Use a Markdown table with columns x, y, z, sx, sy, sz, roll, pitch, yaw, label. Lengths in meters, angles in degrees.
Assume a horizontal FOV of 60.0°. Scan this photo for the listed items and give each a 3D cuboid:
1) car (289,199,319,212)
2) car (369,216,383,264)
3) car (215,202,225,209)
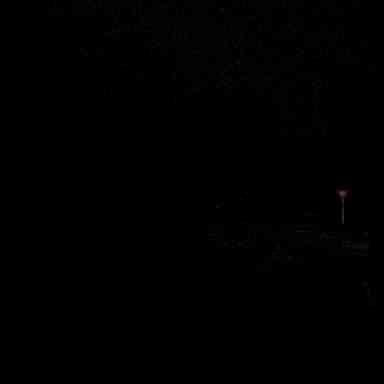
| x | y | z | sx | sy | sz | roll | pitch | yaw | label |
| --- | --- | --- | --- | --- | --- | --- | --- | --- | --- |
| 14.458 | 1.641 | 43.189 | 2.097 | 1.767 | 4.553 | 0 | 0 | -12 | car |
| 6.215 | 1.251 | 8.623 | 2.150 | 2.045 | 5.566 | 0 | 0 | 19 | car |
| 6.381 | 3.381 | 75.586 | 2.150 | 2.045 | 5.566 | 0 | -5 | 7 | car |
